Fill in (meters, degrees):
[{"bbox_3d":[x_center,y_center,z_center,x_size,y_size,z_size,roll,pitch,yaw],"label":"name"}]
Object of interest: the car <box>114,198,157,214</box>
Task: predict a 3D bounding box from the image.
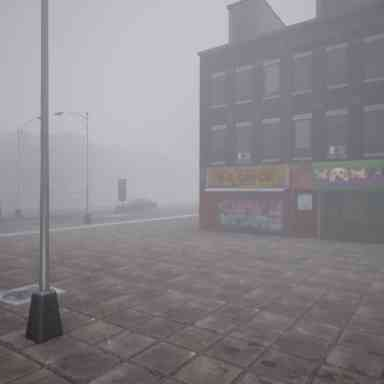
[{"bbox_3d":[-5.658,1.382,33.769,1.882,1.535,5.008,0,0,35],"label":"car"}]
